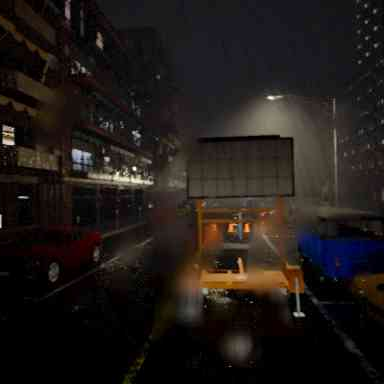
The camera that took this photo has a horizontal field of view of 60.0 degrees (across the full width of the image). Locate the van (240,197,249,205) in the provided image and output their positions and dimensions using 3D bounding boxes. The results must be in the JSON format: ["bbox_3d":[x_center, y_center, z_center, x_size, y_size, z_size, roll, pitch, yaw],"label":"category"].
[{"bbox_3d":[11.789,2.045,75.178,1.690,1.788,3.998,-2,-1,7],"label":"van"}]

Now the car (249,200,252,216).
[{"bbox_3d":[6.637,1.767,31.437,1.752,1.417,4.829,-2,-1,7],"label":"car"}]

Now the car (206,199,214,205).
[{"bbox_3d":[4.770,2.608,87.129,1.802,1.307,4.206,-2,-1,7],"label":"car"}]

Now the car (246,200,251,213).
[{"bbox_3d":[7.266,1.878,36.757,1.802,1.307,4.206,-2,-1,7],"label":"car"}]

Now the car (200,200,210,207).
[{"bbox_3d":[2.828,2.387,70.665,1.887,1.381,4.507,-2,-1,7],"label":"car"}]

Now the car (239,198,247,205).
[{"bbox_3d":[12.462,2.293,80.832,1.752,1.417,4.829,-2,-1,7],"label":"car"}]

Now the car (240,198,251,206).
[{"bbox_3d":[11.145,2.084,69.688,1.967,1.590,4.097,-2,-1,7],"label":"car"}]

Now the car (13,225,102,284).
[{"bbox_3d":[-4.291,1.767,10.293,1.887,1.381,4.507,-2,-1,7],"label":"car"}]

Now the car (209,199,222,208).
[{"bbox_3d":[4.567,2.217,62.398,1.812,1.442,4.674,-1,-1,7],"label":"car"}]

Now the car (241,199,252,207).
[{"bbox_3d":[10.502,2.149,64.198,1.947,1.339,4.313,-2,-1,7],"label":"car"}]

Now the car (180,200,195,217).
[{"bbox_3d":[-1.076,2.018,37.568,1.752,1.417,4.829,-2,-1,7],"label":"car"}]

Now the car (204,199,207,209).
[{"bbox_3d":[0.887,2.215,54.201,2.008,1.369,4.403,-2,-1,7],"label":"car"}]

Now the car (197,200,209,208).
[{"bbox_3d":[2.181,2.348,65.177,1.947,1.339,4.313,-2,-1,7],"label":"car"}]

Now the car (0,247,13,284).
[{"bbox_3d":[-4.958,1.694,4.637,1.752,1.417,4.829,-2,-1,7],"label":"car"}]

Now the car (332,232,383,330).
[{"bbox_3d":[3.402,1.498,3.996,1.752,1.417,4.829,-2,-1,7],"label":"car"}]

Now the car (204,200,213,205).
[{"bbox_3d":[4.123,2.546,81.641,1.802,1.307,4.206,-2,-1,7],"label":"car"}]

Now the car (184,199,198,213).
[{"bbox_3d":[-0.415,1.866,43.227,2.192,1.841,5.009,-2,-1,7],"label":"car"}]

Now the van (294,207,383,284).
[{"bbox_3d":[4.024,1.364,9.317,1.690,1.788,3.998,-2,-1,7],"label":"van"}]

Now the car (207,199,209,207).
[{"bbox_3d":[1.531,2.163,59.690,1.967,1.590,4.097,-2,-1,7],"label":"car"}]

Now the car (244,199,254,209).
[{"bbox_3d":[7.913,1.934,42.244,1.802,1.307,4.206,-2,-1,7],"label":"car"}]

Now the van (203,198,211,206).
[{"bbox_3d":[3.469,2.244,76.157,1.690,1.788,3.998,-2,-1,7],"label":"van"}]

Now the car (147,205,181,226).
[{"bbox_3d":[-2.350,1.928,26.759,1.887,1.381,4.507,-2,-1,7],"label":"car"}]

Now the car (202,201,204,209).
[{"bbox_3d":[0.240,2.158,48.713,2.008,1.369,4.403,-2,-1,7],"label":"car"}]

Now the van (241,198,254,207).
[{"bbox_3d":[9.201,1.807,53.224,1.690,1.788,3.998,-2,-1,7],"label":"van"}]

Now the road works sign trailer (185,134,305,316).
[{"bbox_3d":[1.104,0.533,7.653,2.380,3.560,2.880,-1,-1,7],"label":"road works sign trailer"}]

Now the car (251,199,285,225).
[{"bbox_3d":[5.968,1.625,25.781,1.967,1.590,4.097,-2,-1,7],"label":"car"}]
